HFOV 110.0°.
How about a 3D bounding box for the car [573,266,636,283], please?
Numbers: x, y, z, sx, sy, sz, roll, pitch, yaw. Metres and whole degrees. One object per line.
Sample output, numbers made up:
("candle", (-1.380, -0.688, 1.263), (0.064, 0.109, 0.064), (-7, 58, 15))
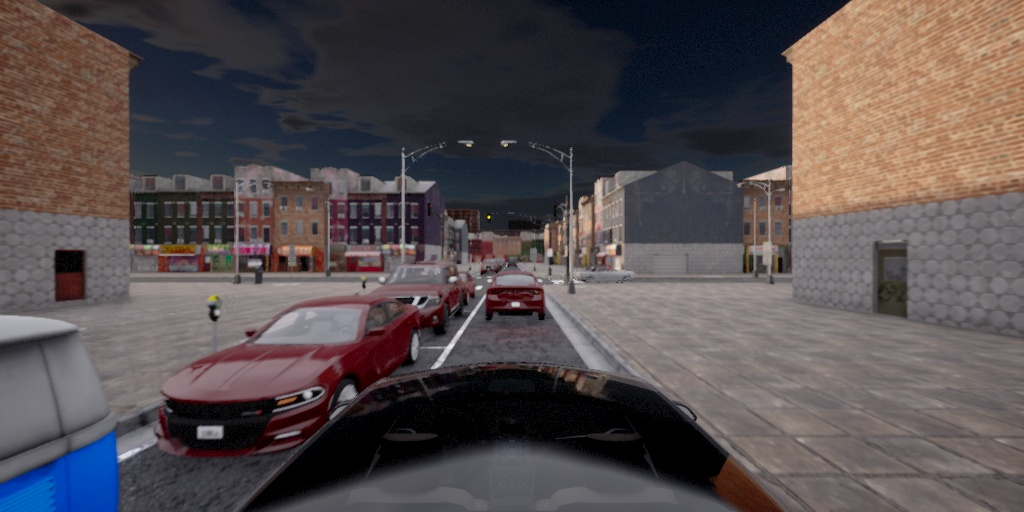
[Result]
("car", (7.240, 1.473, 28.297), (4.718, 1.301, 1.895), (0, 0, -6))

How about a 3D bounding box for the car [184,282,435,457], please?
("car", (-2.637, 1.308, 5.383), (1.888, 1.381, 4.507), (0, 0, 0))

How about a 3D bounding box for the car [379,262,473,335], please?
("car", (-2.635, 1.097, 10.817), (2.192, 1.841, 5.009), (0, 0, 0))

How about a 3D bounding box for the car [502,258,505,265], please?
("car", (-2.617, 1.278, 53.513), (2.192, 1.841, 5.009), (0, 0, 0))

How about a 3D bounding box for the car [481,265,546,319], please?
("car", (0.104, 1.268, 12.947), (1.882, 1.535, 5.008), (0, 0, 0))

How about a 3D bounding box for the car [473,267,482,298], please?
("car", (-2.632, 1.348, 16.251), (1.888, 1.381, 4.507), (0, 0, 0))

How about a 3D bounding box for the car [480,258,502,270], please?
("car", (-2.621, 1.227, 42.659), (2.192, 1.841, 5.009), (0, 0, 0))
